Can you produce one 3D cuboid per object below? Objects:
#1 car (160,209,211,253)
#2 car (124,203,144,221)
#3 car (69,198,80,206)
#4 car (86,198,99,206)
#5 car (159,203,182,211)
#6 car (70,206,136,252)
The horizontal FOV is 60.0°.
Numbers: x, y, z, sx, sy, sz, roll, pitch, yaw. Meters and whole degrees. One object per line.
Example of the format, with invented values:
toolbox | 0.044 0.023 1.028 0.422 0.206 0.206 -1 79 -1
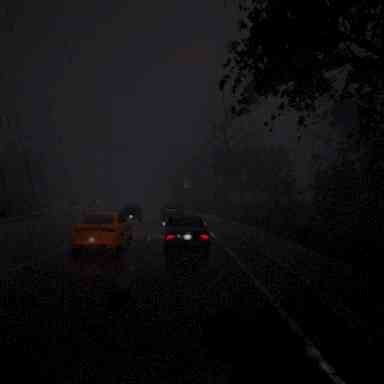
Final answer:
car | -0.291 1.675 14.366 2.033 1.411 5.357 0 0 -3
car | -5.354 1.767 29.572 1.837 1.490 4.892 0 0 -9
car | -22.966 2.028 64.954 1.837 1.490 4.892 0 0 -23
car | -19.839 1.915 66.547 2.097 1.767 4.553 0 -1 -23
car | -1.891 1.758 30.084 2.128 1.511 4.902 0 0 -9
car | -3.816 1.608 14.662 1.882 1.535 5.008 0 0 -3
